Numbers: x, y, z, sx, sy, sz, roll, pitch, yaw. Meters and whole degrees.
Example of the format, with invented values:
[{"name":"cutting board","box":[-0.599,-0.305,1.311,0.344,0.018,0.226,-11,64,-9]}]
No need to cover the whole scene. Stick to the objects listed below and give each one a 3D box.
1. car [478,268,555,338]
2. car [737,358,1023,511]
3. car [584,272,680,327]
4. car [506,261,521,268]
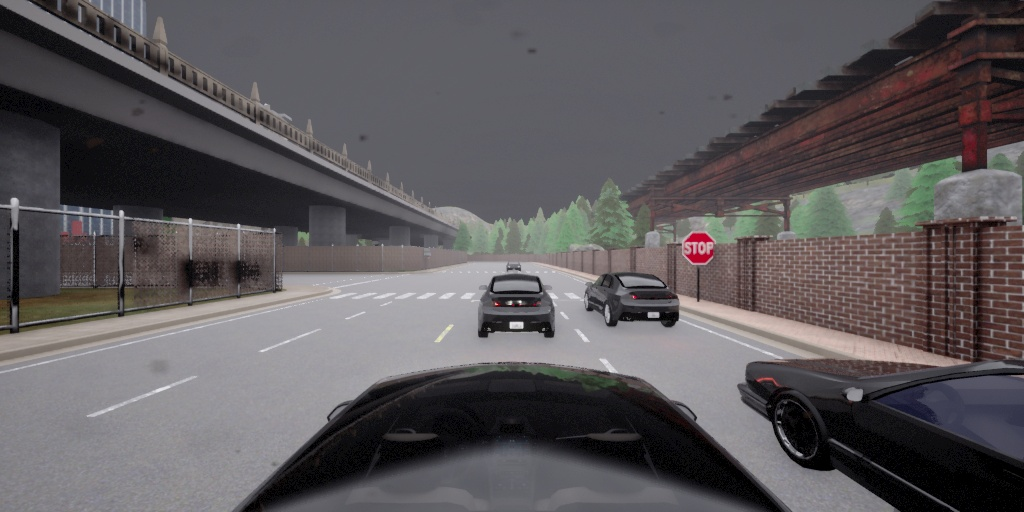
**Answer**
[{"name":"car","box":[0.104,1.255,10.177,1.837,1.490,4.892,0,0,0]},{"name":"car","box":[3.600,1.297,1.788,2.033,1.411,5.357,0,0,0]},{"name":"car","box":[3.606,1.255,11.534,1.837,1.490,4.892,0,0,0]},{"name":"car","box":[0.213,1.351,46.371,1.895,1.301,4.718,0,0,-1]}]
